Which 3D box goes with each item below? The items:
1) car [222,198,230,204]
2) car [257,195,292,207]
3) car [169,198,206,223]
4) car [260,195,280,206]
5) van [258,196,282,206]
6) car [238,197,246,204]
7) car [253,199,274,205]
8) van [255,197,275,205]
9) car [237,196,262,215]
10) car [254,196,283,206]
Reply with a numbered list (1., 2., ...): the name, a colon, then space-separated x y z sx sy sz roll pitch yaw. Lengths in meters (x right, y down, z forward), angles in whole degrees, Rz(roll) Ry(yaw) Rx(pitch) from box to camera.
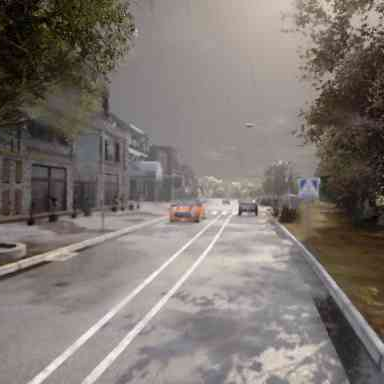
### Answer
1. car: 8.557 2.339 83.875 1.882 1.535 5.008 0 -1 7
2. car: 15.051 1.655 60.767 5.566 2.045 2.435 2 -1 -12
3. car: -0.263 1.284 24.726 2.097 1.767 4.553 0 0 10
4. car: 14.719 1.585 57.859 5.566 2.045 2.435 2 -2 -12
5. van: 16.337 1.900 69.613 4.442 1.987 1.878 2 -1 -12
6. car: 13.475 2.373 89.493 2.097 1.767 4.553 0 -1 7
7. car: 18.163 2.484 84.263 4.792 1.488 2.163 2 -1 -13
8. van: 17.868 2.168 81.354 4.442 1.987 1.878 2 -1 -13
9. car: 5.611 1.446 33.297 2.128 1.511 4.902 0 0 10
10. car: 16.639 1.941 72.524 5.566 2.045 2.435 2 -1 -13
